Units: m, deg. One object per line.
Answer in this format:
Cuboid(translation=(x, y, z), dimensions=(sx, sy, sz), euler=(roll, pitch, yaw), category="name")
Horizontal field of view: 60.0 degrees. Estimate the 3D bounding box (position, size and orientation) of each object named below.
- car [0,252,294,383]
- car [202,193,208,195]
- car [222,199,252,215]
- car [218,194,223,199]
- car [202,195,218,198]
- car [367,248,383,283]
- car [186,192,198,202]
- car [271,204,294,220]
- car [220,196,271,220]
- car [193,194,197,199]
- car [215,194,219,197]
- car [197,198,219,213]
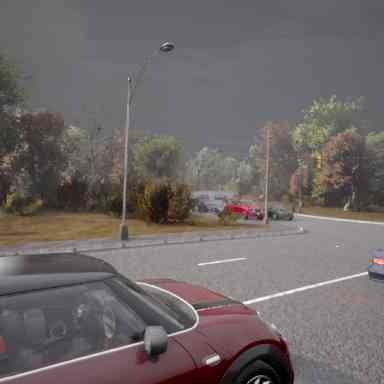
Cuboid(translation=(-1.180, 1.354, 2.905), dimensions=(4.553, 1.767, 2.097), euler=(0, 0, -36), category="car")
Cuboid(translation=(2.914, 1.052, 78.394), dimensions=(2.128, 1.511, 4.902), euler=(2, 2, -1), category="car")
Cuboid(translation=(5.981, 1.999, 44.433), dimensions=(2.097, 1.767, 4.553), euler=(3, 0, -19), category="car")
Cuboid(translation=(7.450, 1.566, 69.271), dimensions=(1.837, 1.490, 4.892), euler=(2, 3, -8), category="car")
Cuboid(translation=(2.543, 1.854, 56.147), dimensions=(1.994, 1.385, 4.181), euler=(2, 2, -13), category="car")
Cuboid(translation=(6.573, 1.664, 8.462), dimensions=(5.357, 1.411, 2.033), euler=(2, -1, -36), category="car")
Cuboid(translation=(-0.009, 1.011, 70.700), dimensions=(2.097, 1.767, 4.553), euler=(2, 2, -6), category="car")
Cuboid(translation=(9.074, 2.101, 36.459), dimensions=(2.097, 1.767, 4.553), euler=(3, -1, -23), category="car")
Cuboid(translation=(5.573, 1.813, 35.677), dimensions=(2.150, 2.045, 5.566), euler=(3, -1, -22), category="car")
Cuboid(translation=(-0.971, 1.346, 55.777), dimensions=(2.150, 2.045, 5.566), euler=(2, 2, -13), category="car")
Cuboid(translation=(6.368, 1.173, 79.475), dimensions=(1.994, 1.385, 4.181), euler=(2, 2, -1), category="car")
Cuboid(translation=(2.085, 1.966, 44.939), dimensions=(1.837, 1.490, 4.892), euler=(3, 0, -18), category="car")
